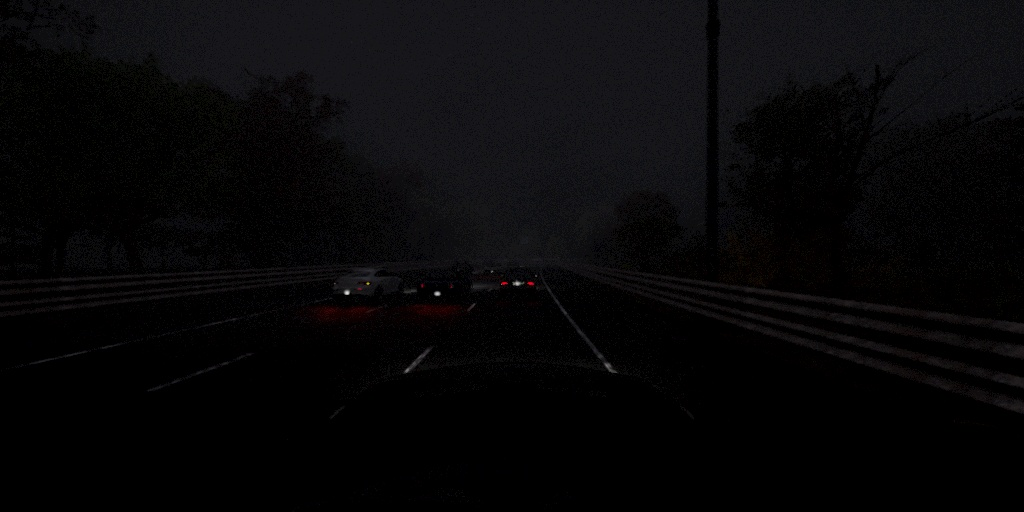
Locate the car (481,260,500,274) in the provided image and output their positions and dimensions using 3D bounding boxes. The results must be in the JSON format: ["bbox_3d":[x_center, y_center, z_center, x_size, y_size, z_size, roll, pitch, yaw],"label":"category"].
[{"bbox_3d":[-1.990,1.386,40.979,1.895,1.301,4.718,0,0,4],"label":"car"}]

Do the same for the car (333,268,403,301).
[{"bbox_3d":[-6.705,1.268,17.076,1.812,1.442,4.674,0,0,2],"label":"car"}]

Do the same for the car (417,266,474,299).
[{"bbox_3d":[-3.198,1.355,18.013,1.895,1.301,4.718,0,0,2],"label":"car"}]

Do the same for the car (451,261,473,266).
[{"bbox_3d":[-5.536,1.264,40.154,2.128,1.511,4.902,0,0,4],"label":"car"}]

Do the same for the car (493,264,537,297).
[{"bbox_3d":[0.356,1.315,18.937,2.033,1.411,5.357,0,0,2],"label":"car"}]
